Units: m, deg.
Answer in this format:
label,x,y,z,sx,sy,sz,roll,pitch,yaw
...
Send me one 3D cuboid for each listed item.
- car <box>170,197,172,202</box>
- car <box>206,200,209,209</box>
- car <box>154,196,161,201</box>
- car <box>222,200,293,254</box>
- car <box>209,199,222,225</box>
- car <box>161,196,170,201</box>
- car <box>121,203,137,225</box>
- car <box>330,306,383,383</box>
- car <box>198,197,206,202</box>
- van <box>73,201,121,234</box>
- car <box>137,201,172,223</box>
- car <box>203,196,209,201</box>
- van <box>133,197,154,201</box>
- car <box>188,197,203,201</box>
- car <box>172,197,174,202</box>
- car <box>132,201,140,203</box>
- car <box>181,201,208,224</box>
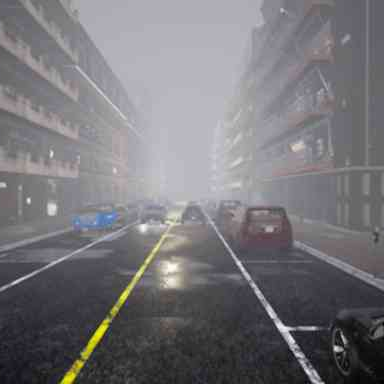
label,x,y,z,sx,sy,sz,roll,pitch,yaw
car,-5.592,1.737,64.972,2.192,1.841,5.009,-1,0,0
car,2.741,1.821,36.605,1.802,1.307,4.206,-1,0,0
car,-5.643,1.585,42.316,2.192,1.841,5.009,-1,0,0
car,2.698,1.407,13.951,2.192,1.841,5.009,-1,0,0
car,2.718,1.480,25.280,2.192,1.841,5.009,-1,0,0
car,-5.599,1.935,59.307,2.008,1.369,4.403,-1,0,0
car,-5.626,1.741,25.323,1.802,1.307,4.206,-1,0,0
car,2.681,1.585,2.623,1.947,1.339,4.313,-1,0,0
car,2.841,2.189,93.242,1.947,1.339,4.313,-1,0,0
van,-5.639,1.463,19.661,1.690,1.788,3.998,-1,0,0
car,-2.967,1.721,27.216,2.033,1.411,5.357,0,0,0
car,2.759,1.754,47.934,1.967,1.590,4.097,-1,0,0
van,-5.624,1.574,36.653,1.690,1.788,3.998,-1,0,0
car,0.142,1.756,42.856,1.882,1.535,5.008,0,0,0
car,-5.581,1.901,70.635,1.967,1.590,4.097,-1,0,0
car,-5.619,1.777,30.986,1.802,1.307,4.206,-1,0,0
car,0.107,1.694,26.165,1.812,1.442,4.674,0,0,1
